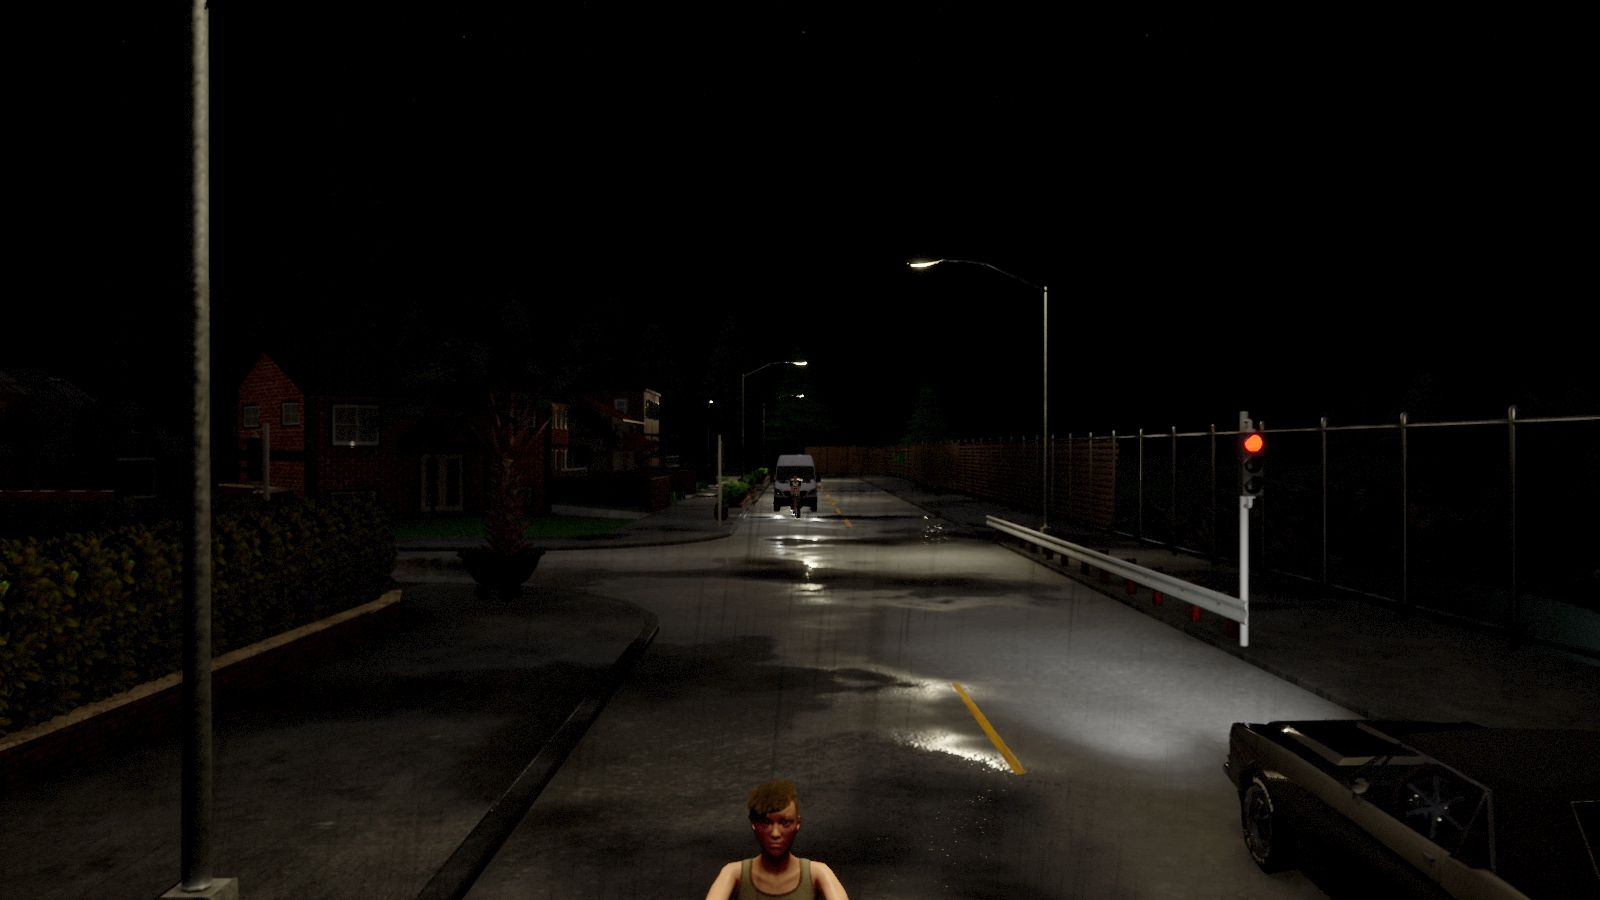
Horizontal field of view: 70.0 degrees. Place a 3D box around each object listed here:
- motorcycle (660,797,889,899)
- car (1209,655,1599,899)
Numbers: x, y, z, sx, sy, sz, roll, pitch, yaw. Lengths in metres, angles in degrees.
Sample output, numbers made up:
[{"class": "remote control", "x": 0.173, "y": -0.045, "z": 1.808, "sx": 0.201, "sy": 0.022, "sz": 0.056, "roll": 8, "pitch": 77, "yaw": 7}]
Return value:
[{"class": "motorcycle", "x": -0.084, "y": 2.152, "z": 3.740, "sx": 0.764, "sy": 1.307, "sz": 2.356, "roll": 0, "pitch": 0, "yaw": -1}, {"class": "car", "x": 3.958, "y": 2.151, "z": 6.025, "sx": 1.895, "sy": 1.301, "sz": 4.718, "roll": 0, "pitch": 0, "yaw": 0}]
